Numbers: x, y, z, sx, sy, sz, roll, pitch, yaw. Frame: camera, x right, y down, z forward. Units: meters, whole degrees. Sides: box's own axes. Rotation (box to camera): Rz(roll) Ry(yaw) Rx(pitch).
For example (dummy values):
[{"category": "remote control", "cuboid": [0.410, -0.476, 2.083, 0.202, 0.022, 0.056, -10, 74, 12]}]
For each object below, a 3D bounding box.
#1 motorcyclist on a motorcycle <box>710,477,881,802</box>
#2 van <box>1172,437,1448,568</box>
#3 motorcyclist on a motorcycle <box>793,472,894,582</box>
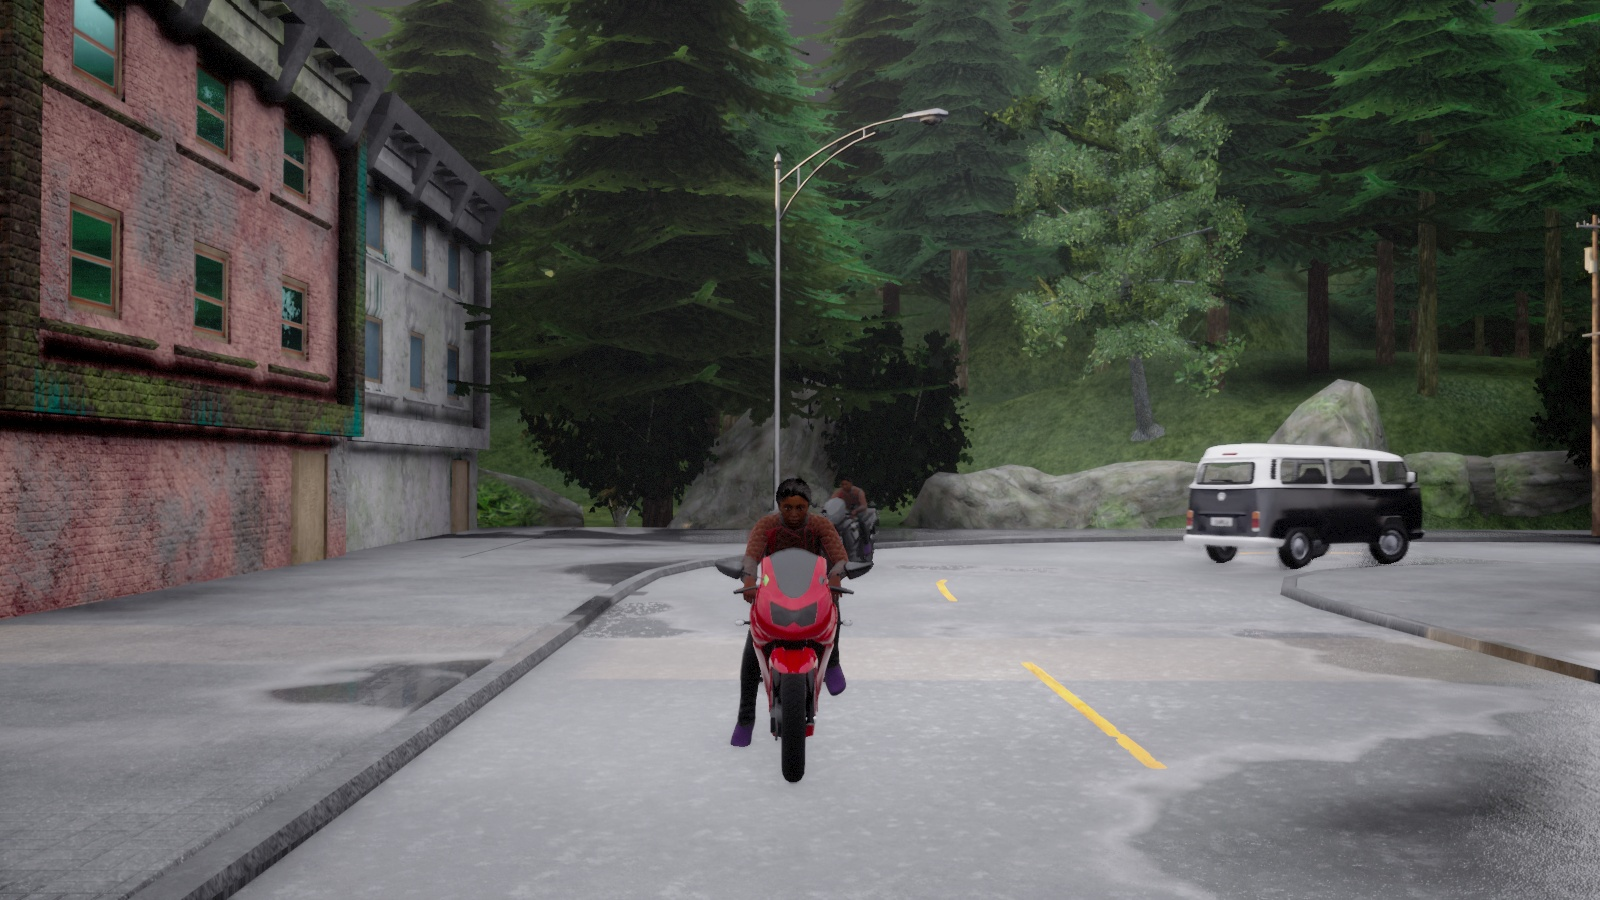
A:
[{"category": "motorcyclist on a motorcycle", "cuboid": [-0.029, 0.914, 6.938, 0.797, 1.523, 2.044, 0, -1, 0]}, {"category": "van", "cuboid": [8.816, 0.866, 21.646, 4.480, 2.038, 2.069, 0, -2, -31]}, {"category": "motorcyclist on a motorcycle", "cuboid": [0.689, 1.112, 18.863, 0.797, 1.523, 2.044, 1, 0, 23]}]
